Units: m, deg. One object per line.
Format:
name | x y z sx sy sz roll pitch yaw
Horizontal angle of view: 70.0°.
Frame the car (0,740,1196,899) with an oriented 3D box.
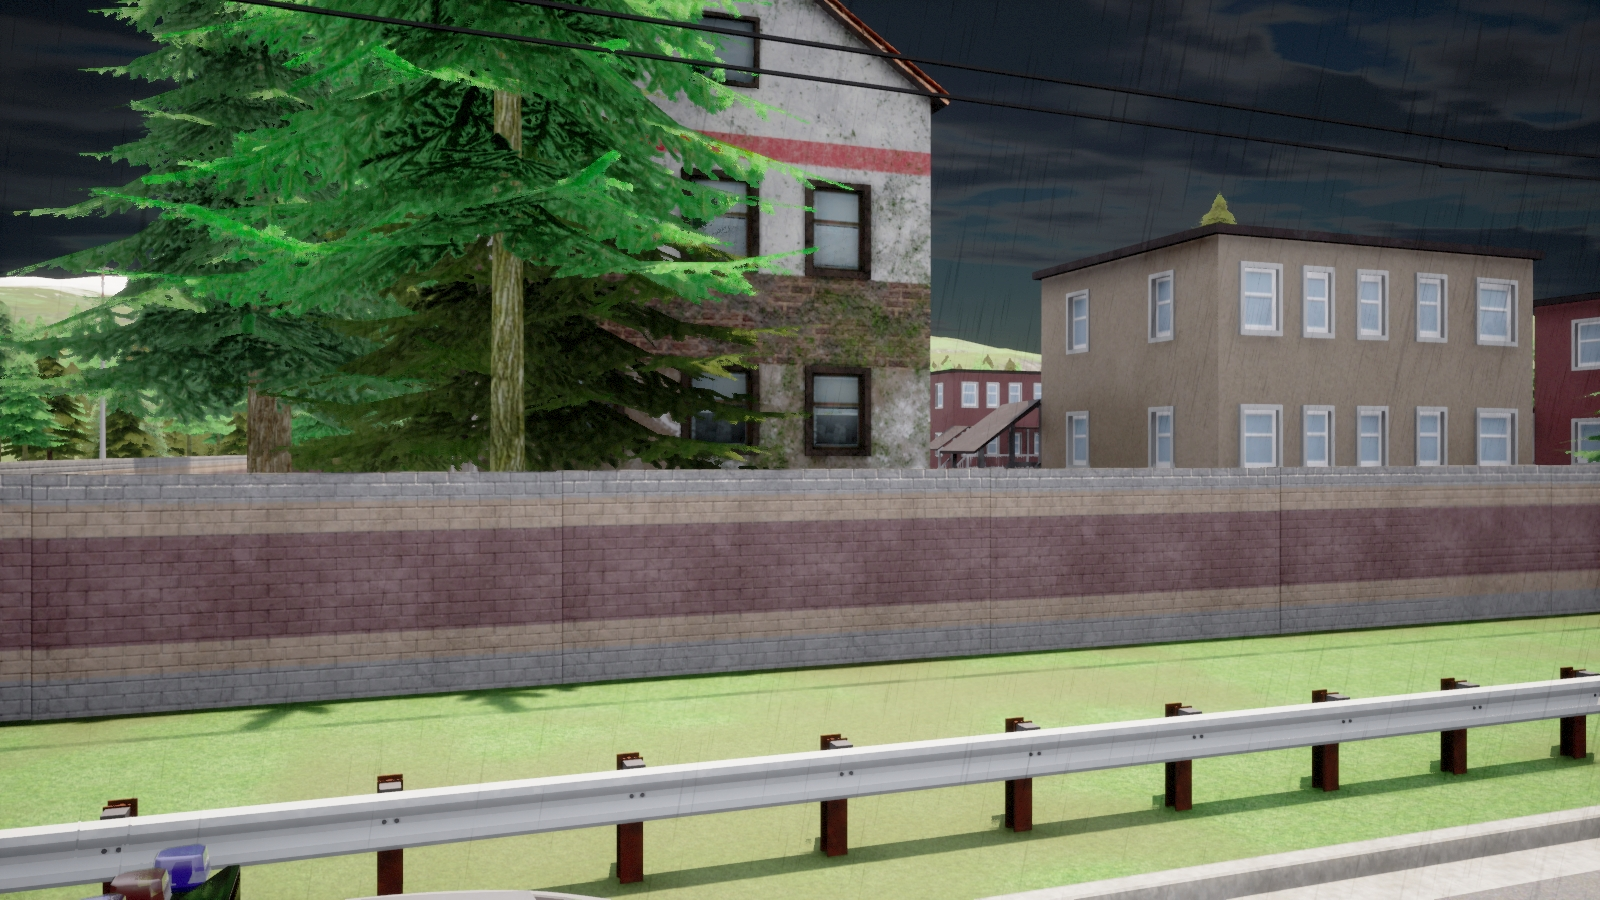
car | -1.671 1.982 2.695 5.238 1.638 2.097 0 0 -20
